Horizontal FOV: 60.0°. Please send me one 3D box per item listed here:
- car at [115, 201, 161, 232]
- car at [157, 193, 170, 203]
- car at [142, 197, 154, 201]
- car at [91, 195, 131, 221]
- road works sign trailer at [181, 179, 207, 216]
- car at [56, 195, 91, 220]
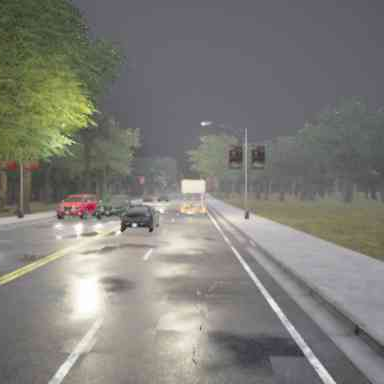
[{"bbox_3d":[-3.092,1.538,20.390,1.837,1.490,4.892,0,0,0],"label":"car"},{"bbox_3d":[-5.969,1.232,70.048,2.150,2.045,5.566,0,0,1],"label":"car"},{"bbox_3d":[-9.219,1.602,70.099,1.895,1.301,4.718,0,0,1],"label":"car"},{"bbox_3d":[-6.496,1.262,28.377,2.150,2.045,5.566,0,0,0],"label":"car"},{"bbox_3d":[0.127,0.507,32.951,2.380,3.560,2.880,0,0,0],"label":"road works sign trailer"},{"bbox_3d":[-9.744,1.262,28.782,2.150,2.045,5.566,0,0,0],"label":"car"}]
